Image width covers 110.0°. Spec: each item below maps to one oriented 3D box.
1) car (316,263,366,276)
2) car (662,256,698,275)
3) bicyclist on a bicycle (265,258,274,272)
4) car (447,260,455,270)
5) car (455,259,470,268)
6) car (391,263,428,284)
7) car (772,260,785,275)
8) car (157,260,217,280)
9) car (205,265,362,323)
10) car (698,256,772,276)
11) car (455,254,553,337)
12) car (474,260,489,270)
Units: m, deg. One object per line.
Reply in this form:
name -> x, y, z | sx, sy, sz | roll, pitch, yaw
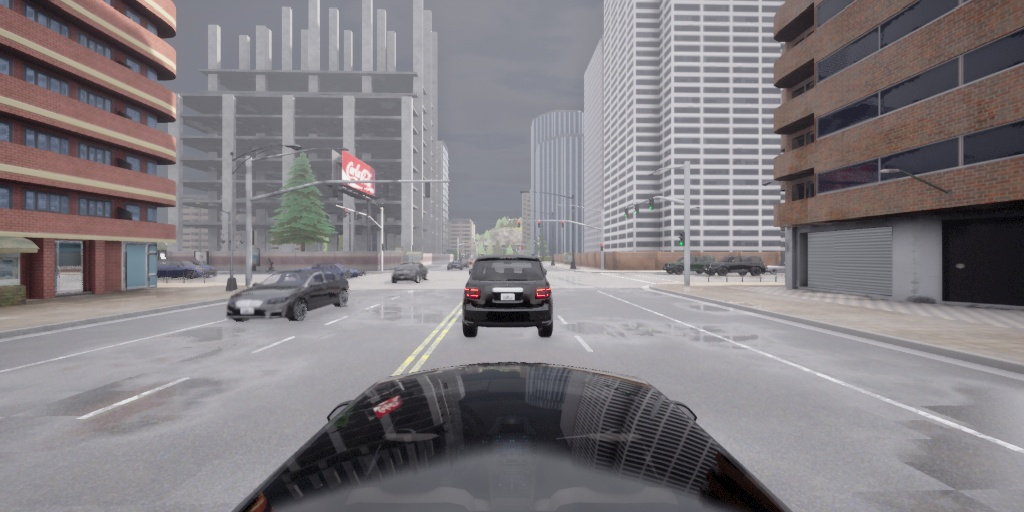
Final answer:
car -> -15.613, 1.298, 31.082 | 5.357, 1.411, 2.033 | 0, 0, -5
car -> 19.385, 0.972, 38.980 | 5.566, 2.045, 2.150 | 0, 0, -1
bicyclist on a bicycle -> -28.705, 1.051, 42.519 | 0.582, 1.620, 1.656 | 0, 0, -1
car -> -8.112, 1.313, 51.790 | 1.994, 1.385, 4.181 | 0, 0, -1
car -> -8.272, 1.255, 60.361 | 1.837, 1.490, 4.892 | 0, 0, -1
car -> -7.609, 1.256, 27.084 | 1.837, 1.490, 4.892 | 0, 0, -1
car -> 29.515, 1.351, 39.231 | 4.718, 1.301, 1.895 | 0, 0, -1
car -> -27.917, 1.101, 30.552 | 4.553, 1.767, 2.097 | 0, 0, -1
car -> -7.304, 1.243, 12.273 | 2.128, 1.511, 4.902 | 0, 0, -1
car -> 21.996, 0.971, 35.550 | 5.566, 2.045, 2.150 | 0, 0, -2
car -> -0.120, 0.971, 10.397 | 2.150, 2.045, 5.566 | 0, 0, -1
car -> -4.666, 1.314, 54.620 | 1.994, 1.385, 4.181 | 0, 0, -1
